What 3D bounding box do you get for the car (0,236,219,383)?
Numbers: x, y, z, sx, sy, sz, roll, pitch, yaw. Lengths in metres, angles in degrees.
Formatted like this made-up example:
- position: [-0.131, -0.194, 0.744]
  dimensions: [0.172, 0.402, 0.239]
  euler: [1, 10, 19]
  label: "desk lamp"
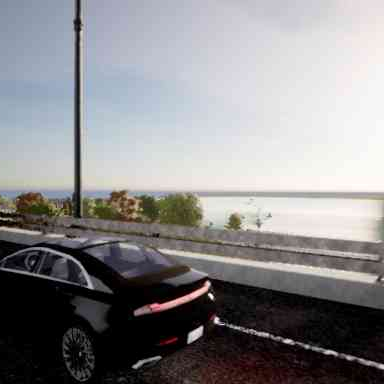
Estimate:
- position: [-1.926, 1.479, 5.386]
  dimensions: [4.902, 1.511, 2.128]
  euler: [0, 0, 36]
  label: "car"
